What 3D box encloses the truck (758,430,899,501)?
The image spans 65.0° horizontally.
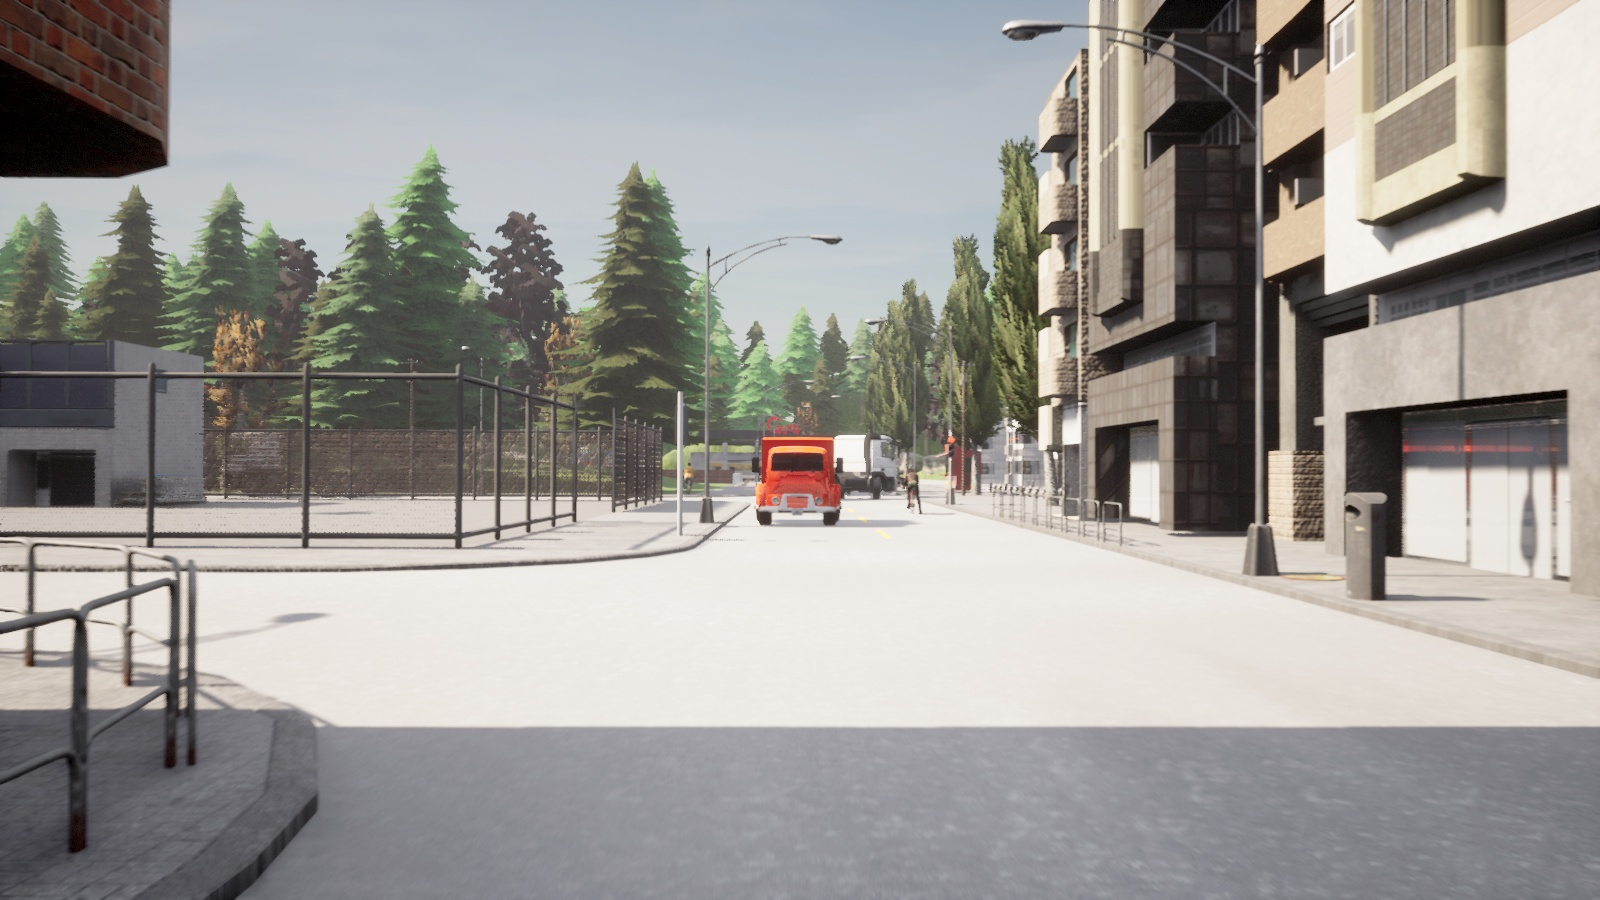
[{"bbox_3d":[1.597,0.814,64.680,2.891,3.462,7.936,-1,-1,40],"label":"truck"}]

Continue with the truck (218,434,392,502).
[{"bbox_3d":[-25.845,0.943,65.815,7.936,3.462,2.891,0,-1,0],"label":"truck"}]

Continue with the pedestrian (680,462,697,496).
[{"bbox_3d":[-6.209,1.622,70.124,0.874,1.855,0.900,0,-1,-1],"label":"pedestrian"}]

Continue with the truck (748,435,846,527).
[{"bbox_3d":[-0.063,0.885,36.449,2.627,2.467,5.204,0,-1,0],"label":"truck"}]
